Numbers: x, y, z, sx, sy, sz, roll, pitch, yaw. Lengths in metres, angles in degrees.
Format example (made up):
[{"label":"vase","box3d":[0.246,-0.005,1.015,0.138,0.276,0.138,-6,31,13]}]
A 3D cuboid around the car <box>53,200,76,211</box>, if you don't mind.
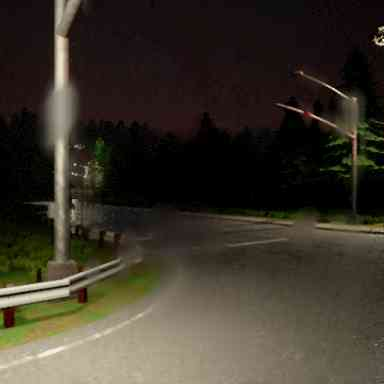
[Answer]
[{"label":"car","box3d":[-15.420,1.485,40.031,1.812,1.442,4.674,0,0,-35]}]
